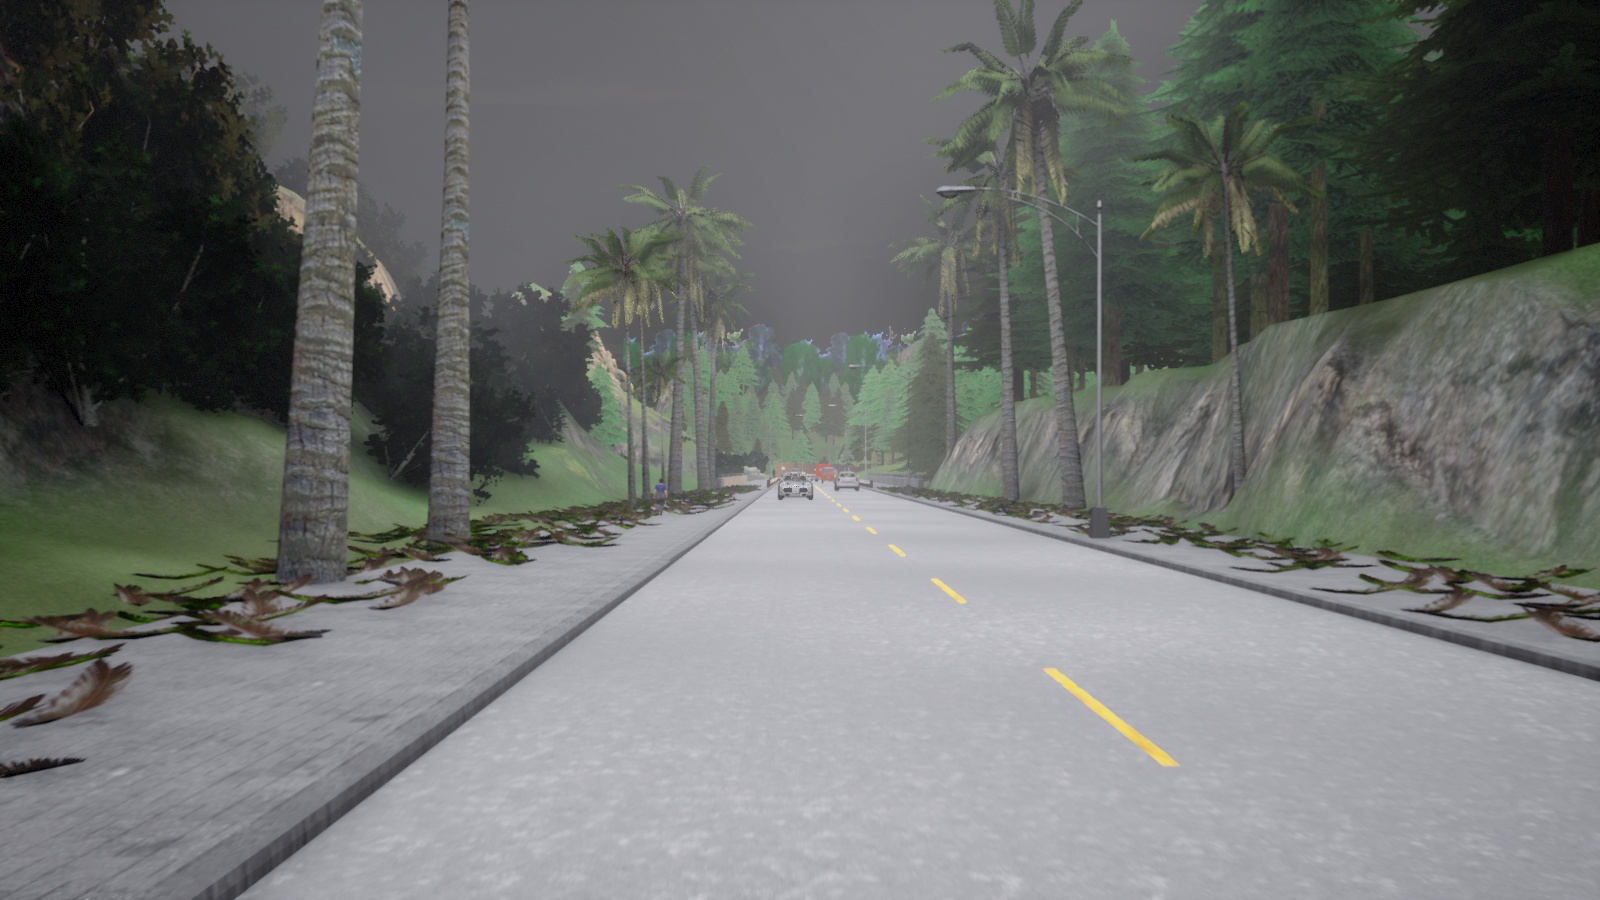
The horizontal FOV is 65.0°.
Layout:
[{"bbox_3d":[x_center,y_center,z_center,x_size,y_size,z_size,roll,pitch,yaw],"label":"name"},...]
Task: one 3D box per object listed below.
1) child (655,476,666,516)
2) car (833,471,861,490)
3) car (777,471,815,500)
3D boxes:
[{"bbox_3d":[-4.443,1.464,40.008,0.270,1.263,0.437,0,-1,0],"label":"child"},{"bbox_3d":[3.653,2.357,97.936,1.970,1.475,3.806,0,-1,0],"label":"car"},{"bbox_3d":[-0.220,1.862,66.557,1.970,1.475,3.806,0,-1,0],"label":"car"}]
